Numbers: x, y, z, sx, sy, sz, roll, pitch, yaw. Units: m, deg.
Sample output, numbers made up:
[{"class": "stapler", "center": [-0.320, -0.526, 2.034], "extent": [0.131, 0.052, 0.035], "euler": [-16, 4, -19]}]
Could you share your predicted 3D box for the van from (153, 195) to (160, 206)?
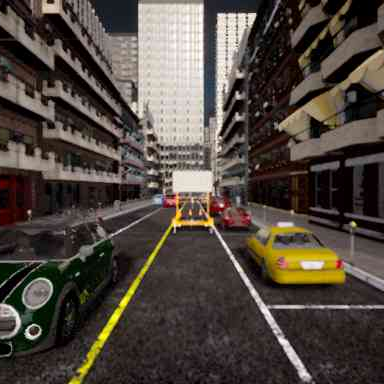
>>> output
[{"class": "van", "center": [-5.312, 1.298, 53.592], "extent": [1.690, 1.788, 3.998], "euler": [-1, 0, 0]}]

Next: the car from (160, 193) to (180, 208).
[{"class": "car", "center": [-2.821, 1.181, 47.655], "extent": [2.150, 2.045, 5.566], "euler": [0, 0, 0]}]

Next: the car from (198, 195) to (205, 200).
[{"class": "car", "center": [2.582, 1.462, 92.452], "extent": [1.887, 1.381, 4.507], "euler": [-1, 0, 0]}]

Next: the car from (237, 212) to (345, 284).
[{"class": "car", "center": [2.558, 1.519, 9.387], "extent": [1.752, 1.417, 4.829], "euler": [-1, 0, 0]}]

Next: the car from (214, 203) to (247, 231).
[{"class": "car", "center": [2.562, 1.567, 20.315], "extent": [1.802, 1.307, 4.206], "euler": [-1, 0, 0]}]

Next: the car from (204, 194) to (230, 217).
[{"class": "car", "center": [2.562, 1.292, 31.412], "extent": [2.192, 1.841, 5.009], "euler": [-1, 0, 0]}]

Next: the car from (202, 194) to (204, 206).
[{"class": "car", "center": [2.564, 1.287, 36.962], "extent": [2.192, 1.841, 5.009], "euler": [-1, 0, 0]}]

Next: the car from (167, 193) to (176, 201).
[{"class": "car", "center": [-5.303, 1.238, 86.886], "extent": [2.192, 1.841, 5.009], "euler": [-1, 0, 0]}]

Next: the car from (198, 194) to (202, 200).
[{"class": "car", "center": [2.571, 1.392, 59.158], "extent": [1.967, 1.590, 4.097], "euler": [-1, 0, 0]}]

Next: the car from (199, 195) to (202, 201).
[{"class": "car", "center": [2.571, 1.482, 53.779], "extent": [1.752, 1.417, 4.829], "euler": [-1, 0, 0]}]

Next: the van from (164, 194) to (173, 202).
[{"class": "van", "center": [-5.305, 1.277, 75.787], "extent": [1.690, 1.788, 3.998], "euler": [-1, 0, 0]}]

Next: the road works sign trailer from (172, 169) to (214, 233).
[{"class": "road works sign trailer", "center": [0.036, 0.450, 19.565], "extent": [2.380, 3.560, 2.880], "euler": [0, 0, -1]}]

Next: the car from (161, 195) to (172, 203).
[{"class": "car", "center": [-5.306, 1.381, 70.239], "extent": [1.967, 1.590, 4.097], "euler": [-1, 0, 0]}]

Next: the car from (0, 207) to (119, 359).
[{"class": "car", "center": [-2.849, 1.347, 6.322], "extent": [2.097, 1.767, 4.553], "euler": [0, 0, 0]}]

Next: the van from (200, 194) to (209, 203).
[{"class": "van", "center": [2.573, 1.283, 70.256], "extent": [1.690, 1.788, 3.998], "euler": [-1, 0, 0]}]
